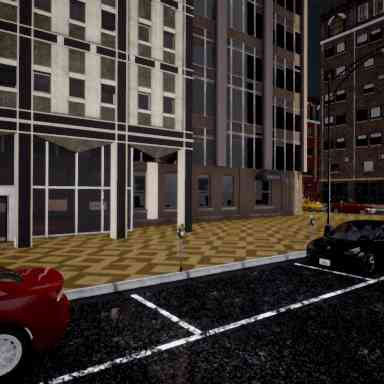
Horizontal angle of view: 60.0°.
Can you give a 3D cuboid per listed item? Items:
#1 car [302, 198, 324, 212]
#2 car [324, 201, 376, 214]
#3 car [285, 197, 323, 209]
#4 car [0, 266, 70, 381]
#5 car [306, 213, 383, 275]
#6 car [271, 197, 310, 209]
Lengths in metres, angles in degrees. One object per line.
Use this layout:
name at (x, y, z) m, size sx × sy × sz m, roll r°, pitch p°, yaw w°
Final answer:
car at (12.271, 1.467, 36.600) m, size 1.752 × 1.417 × 4.829 m, roll 0°, pitch 0°, yaw -36°
car at (15.480, 1.535, 32.142) m, size 1.802 × 1.307 × 4.206 m, roll 0°, pitch 0°, yaw -36°
car at (15.563, 1.500, 46.369) m, size 1.752 × 1.417 × 4.829 m, roll 0°, pitch 0°, yaw -36°
car at (-3.808, 1.545, 3.837) m, size 4.507 × 1.381 × 1.887 m, roll 0°, pitch 0°, yaw -36°
car at (5.441, 1.567, 10.462) m, size 4.313 × 1.339 × 1.947 m, roll 0°, pitch 0°, yaw -36°
car at (13.279, 1.438, 45.108) m, size 1.882 × 1.535 × 5.008 m, roll 0°, pitch 0°, yaw -36°
